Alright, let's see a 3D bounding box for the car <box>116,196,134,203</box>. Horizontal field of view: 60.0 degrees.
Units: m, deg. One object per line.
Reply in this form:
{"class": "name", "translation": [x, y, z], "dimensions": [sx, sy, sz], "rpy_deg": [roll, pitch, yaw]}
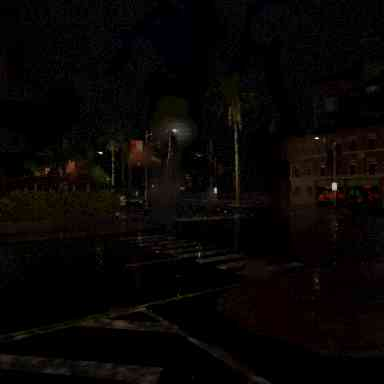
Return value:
{"class": "car", "translation": [-13.876, 1.522, 68.680], "dimensions": [1.812, 1.442, 4.674], "rpy_deg": [0, 0, -39]}

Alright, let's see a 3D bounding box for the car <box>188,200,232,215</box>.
{"class": "car", "translation": [1.727, 1.547, 34.500], "dimensions": [2.033, 1.411, 5.357], "rpy_deg": [0, 0, -35]}

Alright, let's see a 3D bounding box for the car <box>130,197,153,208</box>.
{"class": "car", "translation": [-7.586, 1.547, 47.715], "dimensions": [2.033, 1.411, 5.357], "rpy_deg": [0, 0, -35]}
